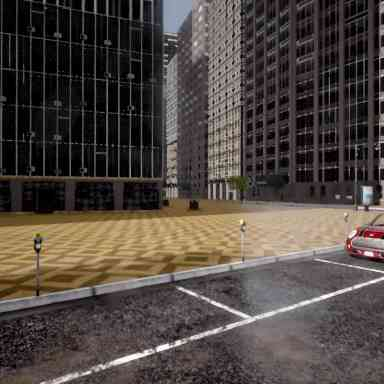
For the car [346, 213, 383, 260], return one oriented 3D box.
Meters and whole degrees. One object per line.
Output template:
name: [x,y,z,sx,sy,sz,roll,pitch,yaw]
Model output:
car: [7.237,1.438,11.716,4.097,1.590,1.967,0,0,-35]
